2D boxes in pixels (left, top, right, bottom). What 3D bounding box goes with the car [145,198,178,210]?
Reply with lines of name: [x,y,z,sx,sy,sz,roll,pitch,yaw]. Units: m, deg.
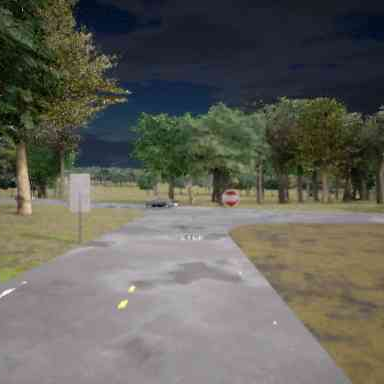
car: [-4.018,1.519,44.252,4.902,1.511,2.128,0,0,35]

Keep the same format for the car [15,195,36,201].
car: [-31.883,1.053,63.570,4.892,1.490,1.837,1,1,35]
